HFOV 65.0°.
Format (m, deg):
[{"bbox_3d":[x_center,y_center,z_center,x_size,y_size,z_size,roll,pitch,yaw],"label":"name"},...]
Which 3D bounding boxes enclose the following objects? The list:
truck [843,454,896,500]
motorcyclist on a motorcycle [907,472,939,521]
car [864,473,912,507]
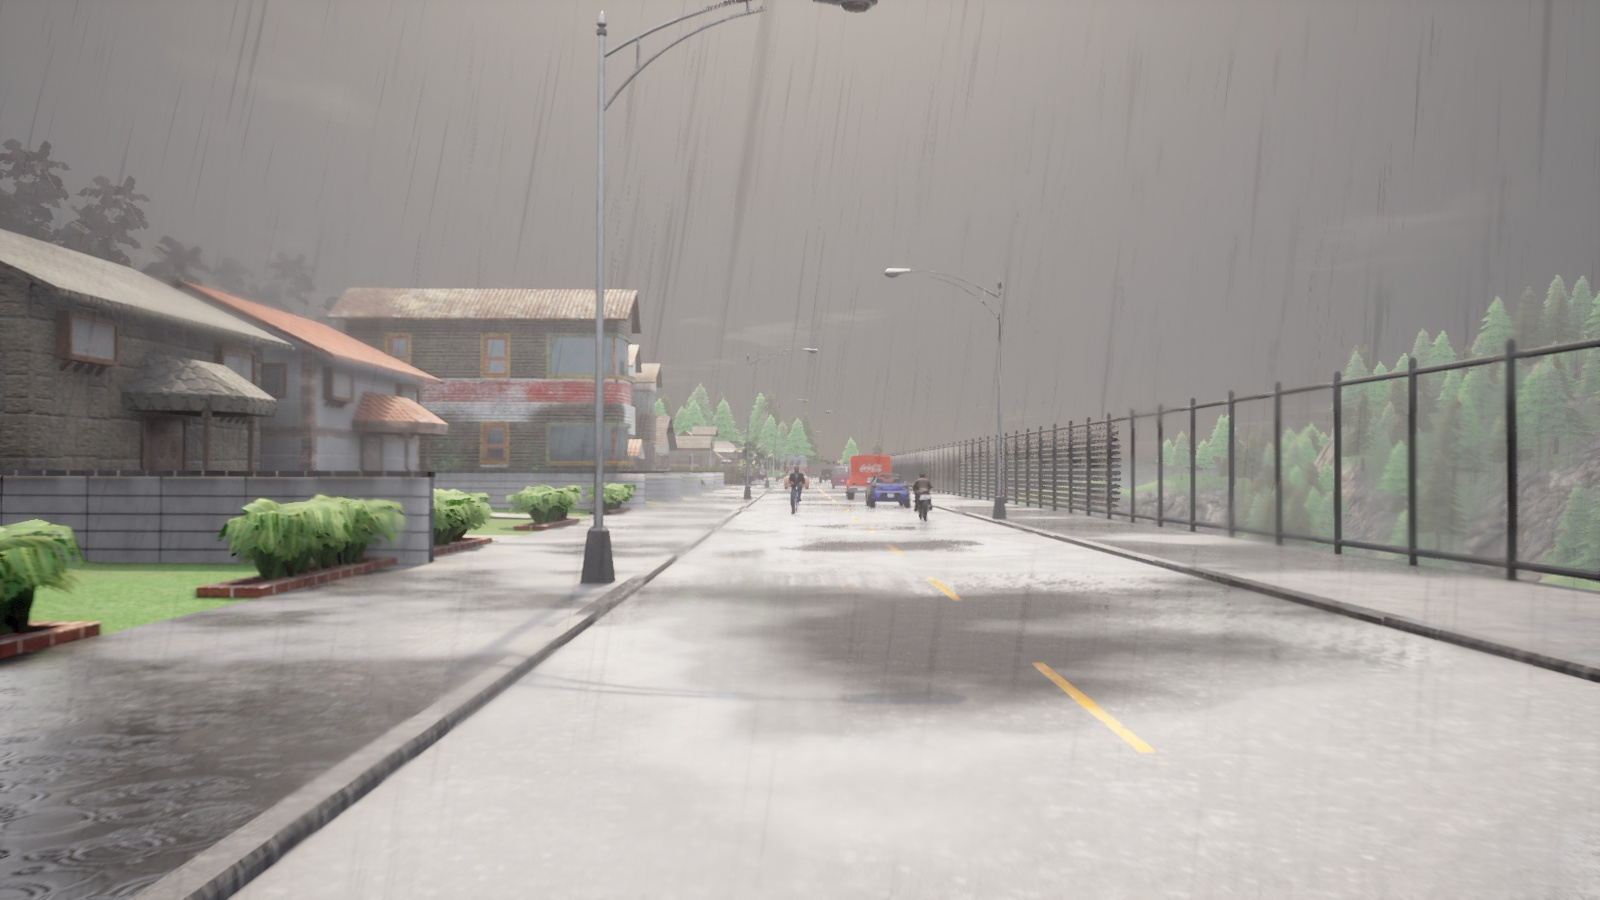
[{"bbox_3d":[3.822,1.489,70.259,2.627,2.467,5.204,0,-1,0],"label":"truck"},{"bbox_3d":[3.899,1.451,40.035,0.797,1.523,2.044,0,-1,0],"label":"motorcyclist on a motorcycle"},{"bbox_3d":[3.860,1.745,55.659,1.816,1.474,4.193,0,-1,0],"label":"car"}]
